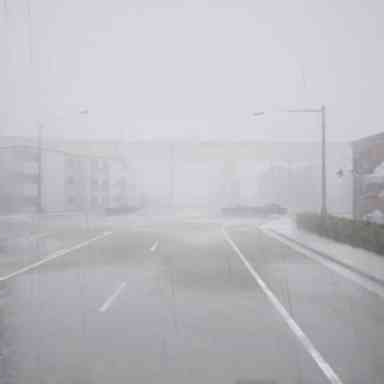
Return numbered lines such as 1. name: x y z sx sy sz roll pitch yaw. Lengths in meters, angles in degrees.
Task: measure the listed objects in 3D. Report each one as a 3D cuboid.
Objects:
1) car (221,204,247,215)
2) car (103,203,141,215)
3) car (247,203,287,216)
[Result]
1. car: 5.668 2.021 39.285 4.718 1.301 1.895 0 -1 -40
2. car: -8.193 2.019 39.209 1.895 1.301 4.718 0 -1 33
3. car: 8.678 1.922 37.136 4.674 1.442 1.812 0 -1 -38
